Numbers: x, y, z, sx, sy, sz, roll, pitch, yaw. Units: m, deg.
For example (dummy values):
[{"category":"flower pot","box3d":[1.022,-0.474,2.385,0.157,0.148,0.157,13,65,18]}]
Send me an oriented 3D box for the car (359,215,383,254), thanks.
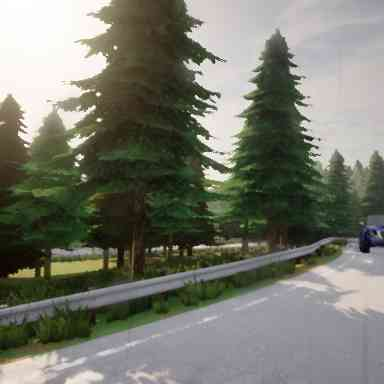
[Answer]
[{"category":"car","box3d":[10.145,2.229,17.618,2.150,2.045,5.566,1,-6,25]}]
